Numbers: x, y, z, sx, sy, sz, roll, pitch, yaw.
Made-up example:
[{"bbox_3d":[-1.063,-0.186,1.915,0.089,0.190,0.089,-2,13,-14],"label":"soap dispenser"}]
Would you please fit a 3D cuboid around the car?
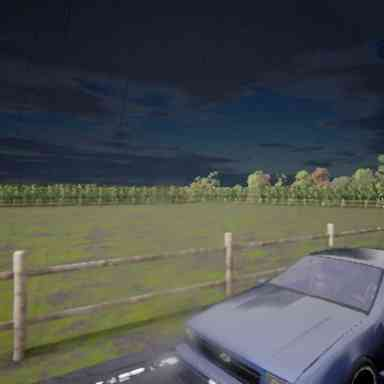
[{"bbox_3d":[2.432,1.571,4.807,5.357,1.411,2.033,0,0,-35],"label":"car"}]
